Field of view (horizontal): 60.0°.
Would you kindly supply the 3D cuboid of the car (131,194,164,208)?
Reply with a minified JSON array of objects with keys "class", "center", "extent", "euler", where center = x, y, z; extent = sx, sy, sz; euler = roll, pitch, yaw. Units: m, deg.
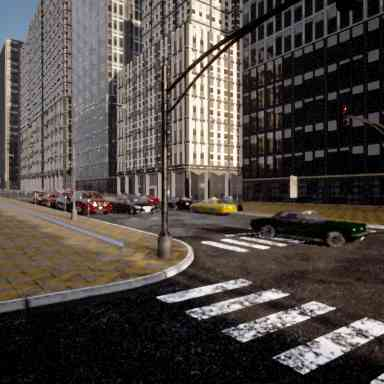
[{"class":"car","center":[-4.955,0.977,36.683],"extent":[1.802,1.307,4.206],"euler":[1,0,-36]}]

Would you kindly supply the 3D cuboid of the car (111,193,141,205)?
[{"class":"car","center":[-8.269,0.856,41.222],"extent":[1.947,1.339,4.313],"euler":[1,0,-36]}]

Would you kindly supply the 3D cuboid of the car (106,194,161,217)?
[{"class":"car","center":[-4.722,1.061,26.528],"extent":[2.128,1.511,4.902],"euler":[0,1,-36]}]

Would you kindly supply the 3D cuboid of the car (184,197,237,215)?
[{"class":"car","center":[1.642,1.127,27.798],"extent":[1.752,1.417,4.829],"euler":[1,0,-36]}]

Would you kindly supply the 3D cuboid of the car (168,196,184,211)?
[{"class":"car","center":[-1.641,1.066,32.145],"extent":[1.947,1.339,4.313],"euler":[1,0,-36]}]

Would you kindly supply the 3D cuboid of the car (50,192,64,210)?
[{"class":"car","center":[-11.717,0.987,31.735],"extent":[1.947,1.339,4.313],"euler":[1,0,-36]}]

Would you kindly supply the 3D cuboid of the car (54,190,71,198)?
[{"class":"car","center":[-24.937,0.289,64.053],"extent":[1.752,1.417,4.829],"euler":[1,0,-36]}]

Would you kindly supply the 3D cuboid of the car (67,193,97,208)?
[{"class":"car","center":[-12.307,0.854,36.934],"extent":[1.812,1.442,4.674],"euler":[0,1,-36]}]

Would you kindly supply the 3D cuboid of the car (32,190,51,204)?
[{"class":"car","center":[-18.344,0.793,40.811],"extent":[1.802,1.307,4.206],"euler":[1,0,-36]}]

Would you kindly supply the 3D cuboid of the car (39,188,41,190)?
[{"class":"car","center":[-31.465,0.104,72.993],"extent":[1.887,1.381,4.507],"euler":[1,0,-36]}]

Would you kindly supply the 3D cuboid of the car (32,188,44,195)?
[{"class":"car","center":[-38.089,-0.208,82.070],"extent":[1.967,1.590,4.097],"euler":[1,0,-36]}]

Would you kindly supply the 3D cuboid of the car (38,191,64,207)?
[{"class":"car","center":[-15.030,0.861,36.273],"extent":[1.887,1.381,4.507],"euler":[1,0,-36]}]

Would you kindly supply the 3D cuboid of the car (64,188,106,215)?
[{"class":"car","center":[-8.398,0.841,27.195],"extent":[2.192,1.841,5.009],"euler":[1,0,-36]}]

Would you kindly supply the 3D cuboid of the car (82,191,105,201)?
[{"class":"car","center":[-14.896,0.646,50.300],"extent":[1.947,1.339,4.313],"euler":[1,0,-36]}]

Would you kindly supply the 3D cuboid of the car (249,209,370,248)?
[{"class":"car","center":[4.953,1.458,14.384],"extent":[4.718,1.301,1.895],"euler":[1,1,43]}]

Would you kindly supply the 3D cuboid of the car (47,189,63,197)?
[{"class":"car","center":[-28.151,0.214,68.454],"extent":[2.008,1.369,4.403],"euler":[1,0,-36]}]

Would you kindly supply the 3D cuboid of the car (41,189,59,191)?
[{"class":"car","center":[-25.114,0.380,59.855],"extent":[2.033,1.411,5.357],"euler":[0,1,-34]}]

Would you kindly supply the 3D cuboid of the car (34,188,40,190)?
[{"class":"car","center":[-34.776,-0.105,77.531],"extent":[1.967,1.590,4.097],"euler":[1,0,-36]}]
